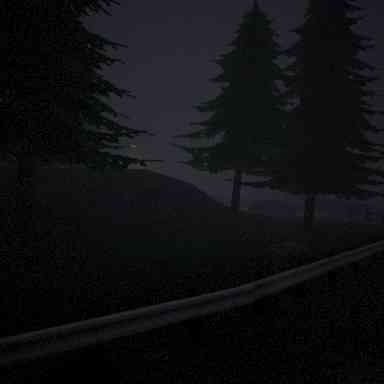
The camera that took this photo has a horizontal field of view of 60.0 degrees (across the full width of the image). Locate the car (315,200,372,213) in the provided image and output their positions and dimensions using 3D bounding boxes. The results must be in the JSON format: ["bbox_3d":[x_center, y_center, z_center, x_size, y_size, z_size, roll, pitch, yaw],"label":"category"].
[{"bbox_3d":[15.885,1.482,34.672,5.008,1.535,1.882,0,0,34],"label":"car"}]

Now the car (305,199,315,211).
[{"bbox_3d":[15.792,1.603,38.950,4.718,1.301,1.895,0,0,34],"label":"car"}]

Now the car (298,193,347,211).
[{"bbox_3d":[16.650,1.220,42.591,5.566,2.045,2.150,0,0,34],"label":"car"}]

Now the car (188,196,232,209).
[{"bbox_3d":[2.413,1.464,43.732,4.902,1.511,2.128,0,0,34],"label":"car"}]

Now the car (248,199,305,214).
[{"bbox_3d":[8.704,1.549,35.278,5.357,1.411,2.033,0,0,34],"label":"car"}]

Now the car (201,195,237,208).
[{"bbox_3d":[3.774,1.321,47.036,4.553,1.767,2.097,0,0,34],"label":"car"}]
